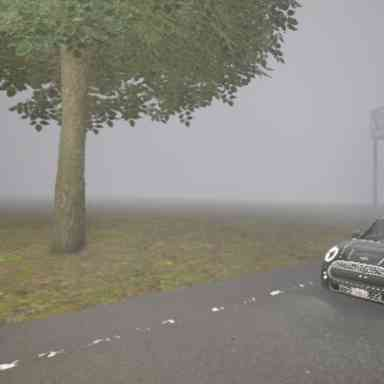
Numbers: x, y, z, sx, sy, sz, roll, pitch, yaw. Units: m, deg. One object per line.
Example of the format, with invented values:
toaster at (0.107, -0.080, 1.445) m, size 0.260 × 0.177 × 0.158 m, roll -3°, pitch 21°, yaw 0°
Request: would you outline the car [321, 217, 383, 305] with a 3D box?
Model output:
car at (5.017, 1.352, 7.744) m, size 4.553 × 1.767 × 2.097 m, roll 0°, pitch 0°, yaw -37°
